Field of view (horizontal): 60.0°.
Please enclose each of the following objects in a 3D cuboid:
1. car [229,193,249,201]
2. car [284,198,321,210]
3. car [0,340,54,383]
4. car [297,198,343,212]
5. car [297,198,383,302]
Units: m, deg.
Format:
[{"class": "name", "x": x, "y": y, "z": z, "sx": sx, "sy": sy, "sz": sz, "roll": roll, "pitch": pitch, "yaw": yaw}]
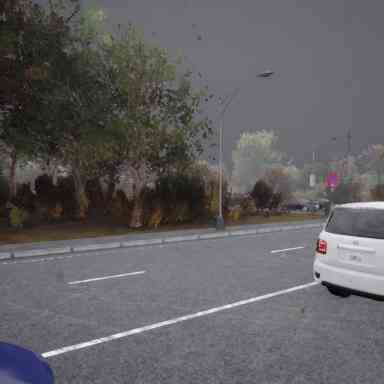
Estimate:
[{"class": "car", "x": 7.263, "y": 1.212, "z": 47.061, "sx": 2.150, "sy": 2.045, "sz": 5.566, "roll": 0, "pitch": 0, "yaw": -32}, {"class": "car", "x": 12.507, "y": 1.490, "z": 38.731, "sx": 2.128, "sy": 1.511, "sz": 4.902, "roll": 0, "pitch": 0, "yaw": -33}, {"class": "car", "x": -3.103, "y": 1.526, "z": 1.529, "sx": 4.674, "sy": 1.442, "sz": 1.812, "roll": 0, "pitch": 0, "yaw": -36}, {"class": "car", "x": 15.537, "y": 1.490, "z": 40.515, "sx": 2.128, "sy": 1.511, "sz": 4.902, "roll": 0, "pitch": 0, "yaw": -32}, {"class": "car", "x": 5.017, "y": 1.221, "z": 7.332, "sx": 5.566, "sy": 2.045, "sz": 2.150, "roll": 0, "pitch": 0, "yaw": -35}]
